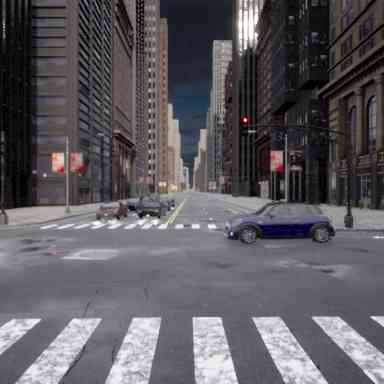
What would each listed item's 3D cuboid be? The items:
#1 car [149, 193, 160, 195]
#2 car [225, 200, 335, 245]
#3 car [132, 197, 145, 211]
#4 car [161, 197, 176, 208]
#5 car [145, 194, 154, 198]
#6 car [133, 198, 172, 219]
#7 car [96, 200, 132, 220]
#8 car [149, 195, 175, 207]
[{"bbox_3d":[-6.680,1.162,57.844,2.150,2.045,5.566,0,0,1],"label":"car"},{"bbox_3d":[3.737,1.268,14.702,4.553,1.767,2.097,-1,0,0],"label":"car"},{"bbox_3d":[-6.675,1.571,37.155,1.895,1.301,4.718,0,0,0],"label":"car"},{"bbox_3d":[-3.455,1.503,49.774,2.033,1.411,5.357,0,0,0],"label":"car"},{"bbox_3d":[-6.696,1.463,47.395,1.837,1.490,4.892,0,0,0],"label":"car"},{"bbox_3d":[-3.383,1.526,29.483,2.033,1.411,5.357,0,0,4],"label":"car"},{"bbox_3d":[-6.655,1.506,28.047,1.812,1.442,4.674,0,0,0],"label":"car"},{"bbox_3d":[-3.426,1.460,39.222,2.128,1.511,4.902,0,0,0],"label":"car"}]
